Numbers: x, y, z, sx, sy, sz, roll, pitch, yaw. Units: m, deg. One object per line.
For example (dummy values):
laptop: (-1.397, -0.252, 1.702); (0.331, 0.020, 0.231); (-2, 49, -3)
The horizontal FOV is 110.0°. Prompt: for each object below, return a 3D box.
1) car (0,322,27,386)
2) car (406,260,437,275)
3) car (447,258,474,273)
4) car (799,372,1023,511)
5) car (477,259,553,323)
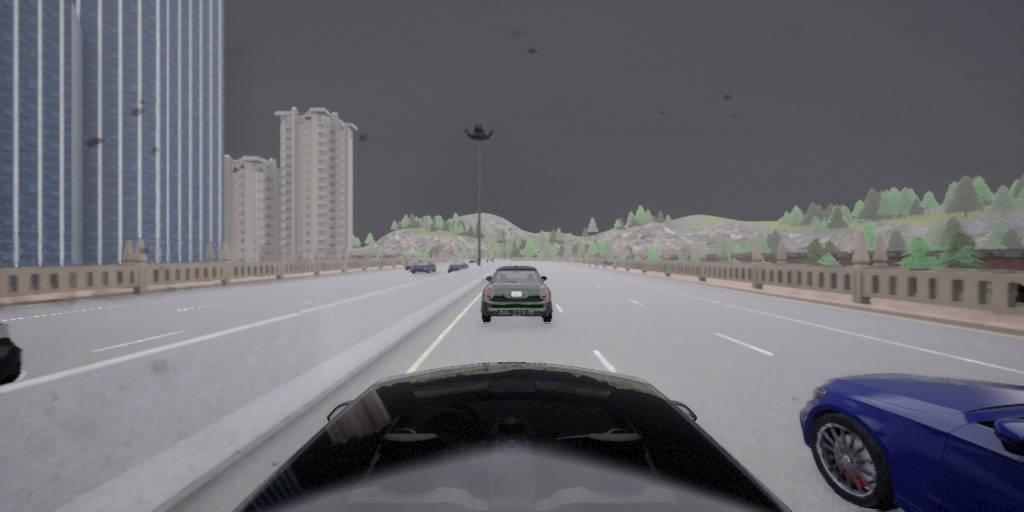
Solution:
car: (-7.090, 1.242, 2.397); (2.128, 1.511, 4.902); (0, 0, 0)
car: (-9.829, 1.299, 40.374); (2.033, 1.411, 5.357); (0, 0, 2)
car: (-6.262, 1.299, 42.565); (2.033, 1.411, 5.357); (0, 0, 2)
car: (3.600, 1.275, 1.377); (1.812, 1.442, 4.674); (0, 0, 0)
car: (0.161, 1.102, 12.315); (2.097, 1.767, 4.553); (0, 0, 1)
